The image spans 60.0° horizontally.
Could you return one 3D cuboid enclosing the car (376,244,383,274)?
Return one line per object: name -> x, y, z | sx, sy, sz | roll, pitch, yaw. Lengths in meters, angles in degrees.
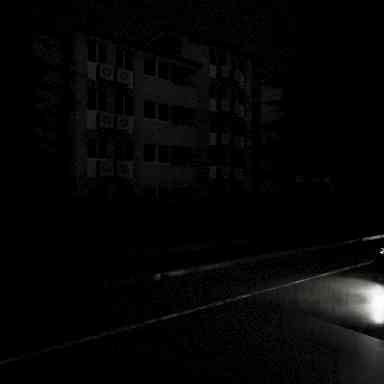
car -> 7.001, 1.525, 9.369 | 4.674, 1.442, 1.812 | 0, 0, -37
